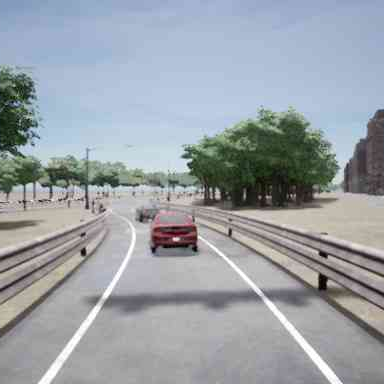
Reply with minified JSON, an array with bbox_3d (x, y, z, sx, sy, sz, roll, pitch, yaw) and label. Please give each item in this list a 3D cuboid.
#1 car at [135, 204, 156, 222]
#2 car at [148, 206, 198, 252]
[{"bbox_3d":[-3.988,1.839,29.919,2.128,1.511,4.902,0,0,-16],"label":"car"},{"bbox_3d":[-0.921,1.642,14.935,1.882,1.535,5.008,0,0,-7],"label":"car"}]
